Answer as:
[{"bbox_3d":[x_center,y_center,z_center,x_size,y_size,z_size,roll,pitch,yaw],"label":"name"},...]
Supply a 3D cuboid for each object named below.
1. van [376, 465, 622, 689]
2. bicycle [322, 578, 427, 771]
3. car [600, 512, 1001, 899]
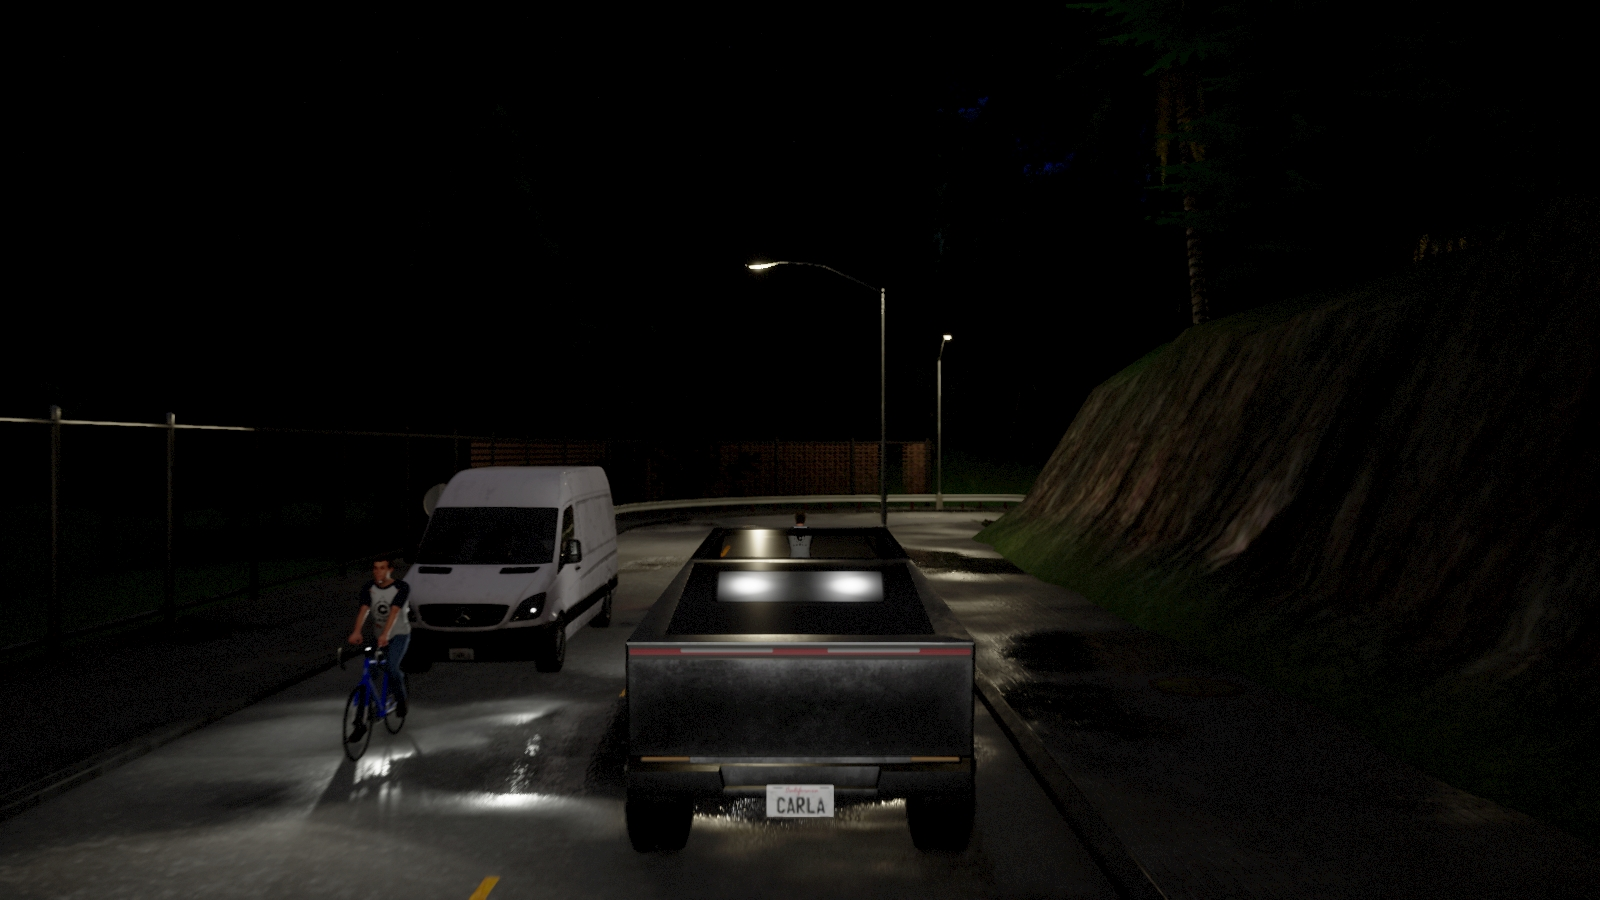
[{"bbox_3d":[-4.001,1.536,16.405,1.988,2.561,5.915,0,0,0],"label":"van"},{"bbox_3d":[-3.993,2.057,10.823,0.373,1.496,1.643,0,0,0],"label":"bicycle"},{"bbox_3d":[0.002,1.754,9.953,2.390,2.098,6.274,0,0,0],"label":"car"}]
